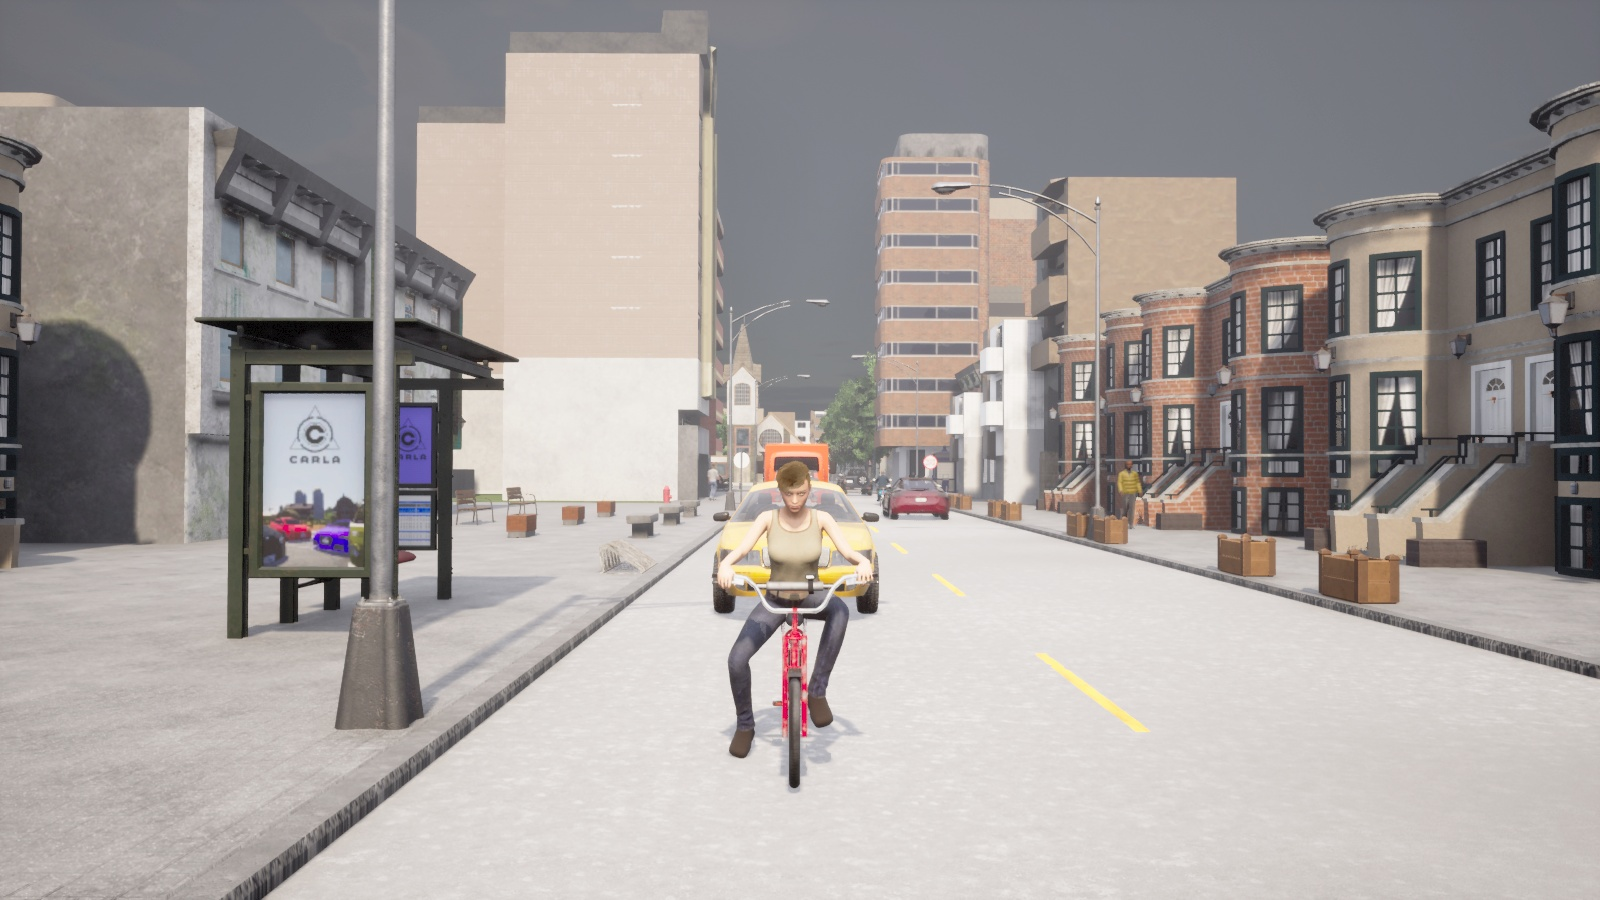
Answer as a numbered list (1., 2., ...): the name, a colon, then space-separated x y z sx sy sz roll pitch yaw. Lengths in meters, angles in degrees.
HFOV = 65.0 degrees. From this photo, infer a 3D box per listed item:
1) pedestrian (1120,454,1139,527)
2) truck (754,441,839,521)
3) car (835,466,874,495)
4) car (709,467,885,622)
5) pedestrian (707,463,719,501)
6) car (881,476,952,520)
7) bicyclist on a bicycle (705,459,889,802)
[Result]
1. pedestrian: 8.390 1.026 31.983 0.370 1.835 0.726 0 -1 7
2. truck: -0.109 1.026 41.418 2.627 2.467 5.204 0 -1 0
3. car: 3.513 1.986 81.703 1.932 1.855 4.605 0 -1 -5
4. car: -0.039 1.014 15.534 1.801 1.575 5.366 0 -1 0
5. pedestrian: -4.216 1.561 60.907 0.354 1.836 0.706 -1 -1 19
6. car: 3.887 1.573 42.413 1.994 1.385 4.181 0 -1 0
7. bicyclist on a bicycle: -0.022 0.863 6.680 0.866 1.612 1.509 0 -1 -1
